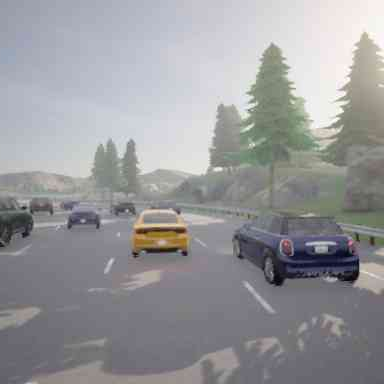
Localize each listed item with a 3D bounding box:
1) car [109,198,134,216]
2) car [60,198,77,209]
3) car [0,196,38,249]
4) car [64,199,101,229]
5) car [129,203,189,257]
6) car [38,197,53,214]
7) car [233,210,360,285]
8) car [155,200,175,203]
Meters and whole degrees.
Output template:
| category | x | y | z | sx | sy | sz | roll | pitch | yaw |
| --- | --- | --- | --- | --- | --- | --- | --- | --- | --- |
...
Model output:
| category | x | y | z | sx | sy | sz | roll | pitch | yaw |
| --- | --- | --- | --- | --- | --- | --- | --- | --- | --- |
| car | -6.586 | 1.372 | 31.362 | 1.837 | 1.490 | 4.892 | 0 | 0 | -22 |
| car | -14.379 | 1.386 | 39.432 | 1.812 | 1.442 | 4.674 | 0 | 0 | -29 |
| car | -8.623 | 1.186 | 14.309 | 2.150 | 2.045 | 5.566 | 0 | 0 | -11 |
| car | -6.769 | 1.446 | 21.092 | 1.812 | 1.442 | 4.674 | 0 | 0 | -15 |
| car | -1.298 | 1.416 | 12.848 | 1.882 | 1.535 | 5.008 | 0 | 0 | -8 |
| car | -15.023 | 1.248 | 33.119 | 2.097 | 1.767 | 4.553 | 0 | 0 | -25 |
| car | 2.645 | 1.290 | 9.554 | 2.097 | 1.767 | 4.553 | 0 | 0 | -7 |
| car | -2.458 | 1.418 | 30.358 | 1.994 | 1.385 | 4.181 | 0 | 0 | -20 |
